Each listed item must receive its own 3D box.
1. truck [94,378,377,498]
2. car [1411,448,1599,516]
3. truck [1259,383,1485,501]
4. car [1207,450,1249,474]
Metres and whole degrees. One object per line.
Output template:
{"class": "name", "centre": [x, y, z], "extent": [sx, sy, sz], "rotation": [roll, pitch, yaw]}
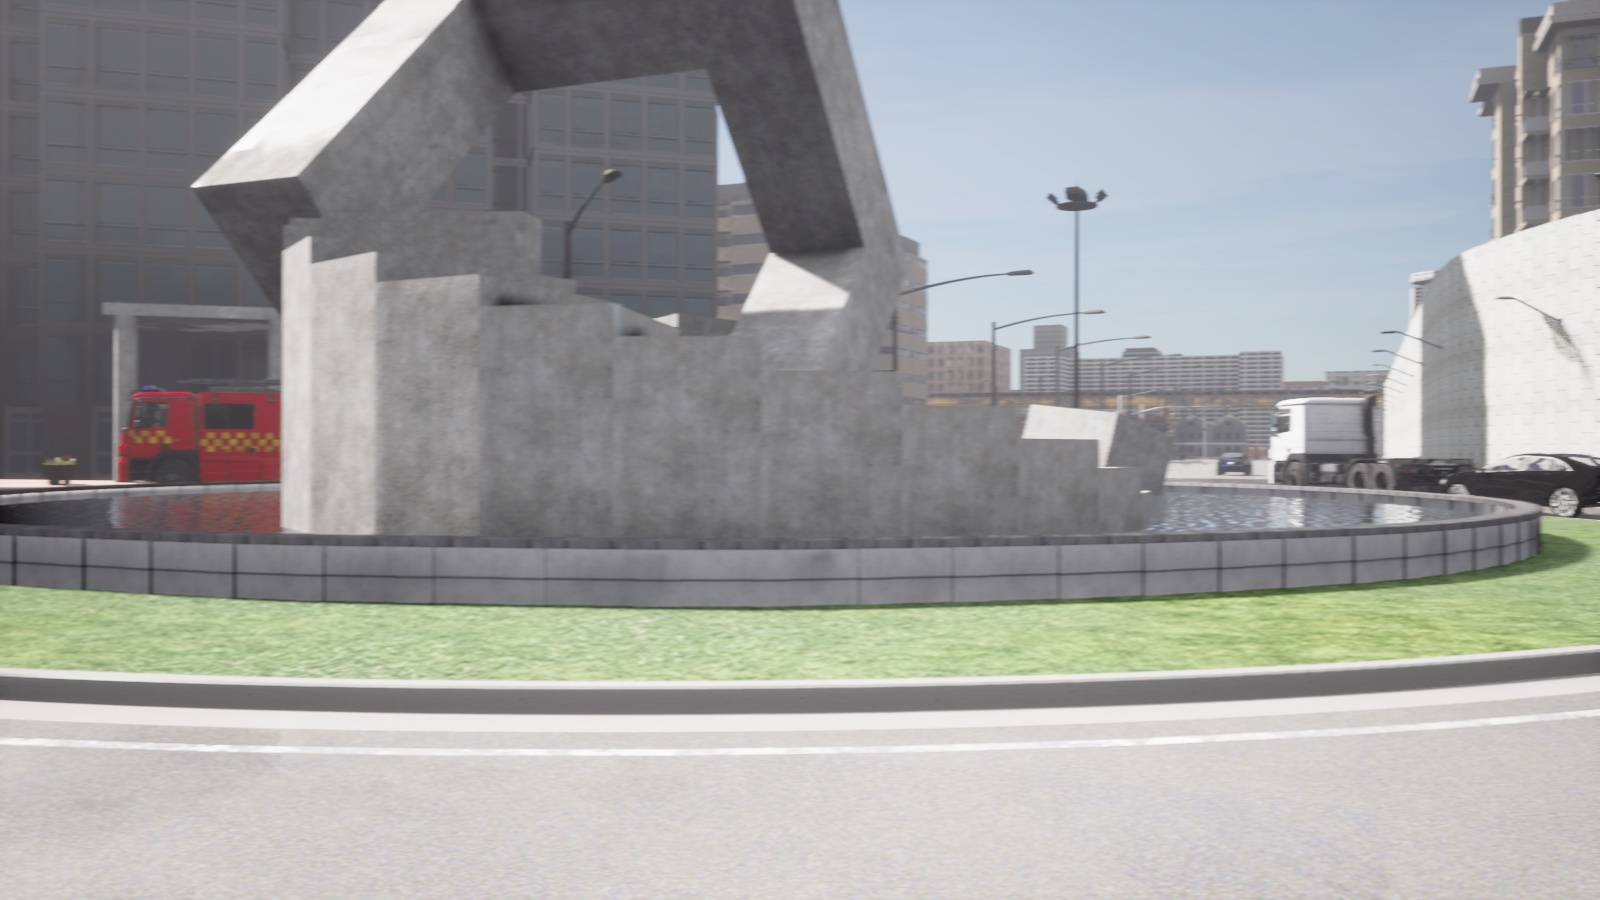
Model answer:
{"class": "truck", "centre": [-18.855, -0.375, 42.617], "extent": [8.468, 3.827, 2.891], "rotation": [0, 0, -18]}
{"class": "car", "centre": [17.483, 0.704, 30.213], "extent": [2.128, 1.511, 4.902], "rotation": [0, 0, -20]}
{"class": "truck", "centre": [18.394, -0.228, 41.130], "extent": [2.891, 3.462, 7.936], "rotation": [0, 0, -8]}
{"class": "car", "centre": [27.876, 0.772, 81.691], "extent": [2.163, 1.488, 4.792], "rotation": [0, 0, 24]}
